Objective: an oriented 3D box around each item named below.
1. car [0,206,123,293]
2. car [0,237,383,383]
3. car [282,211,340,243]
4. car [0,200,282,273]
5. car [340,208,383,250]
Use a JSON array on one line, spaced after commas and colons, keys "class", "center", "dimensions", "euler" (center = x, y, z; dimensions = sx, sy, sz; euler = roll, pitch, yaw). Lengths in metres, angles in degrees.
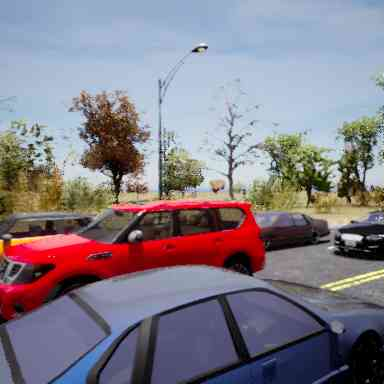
[{"class": "car", "center": [-4.343, 1.342, 8.559], "dimensions": [4.553, 1.767, 2.097], "euler": [0, 0, -33]}, {"class": "car", "center": [0.054, 1.541, 3.451], "dimensions": [5.357, 1.411, 2.033], "euler": [0, 0, -35]}, {"class": "car", "center": [3.562, 1.517, 13.923], "dimensions": [5.357, 1.411, 2.033], "euler": [0, 0, -34]}, {"class": "car", "center": [-0.895, 1.210, 6.953], "dimensions": [5.566, 2.045, 2.150], "euler": [0, 0, -35]}, {"class": "car", "center": [7.374, 1.458, 12.537], "dimensions": [4.902, 1.511, 2.128], "euler": [0, 0, -33]}]
